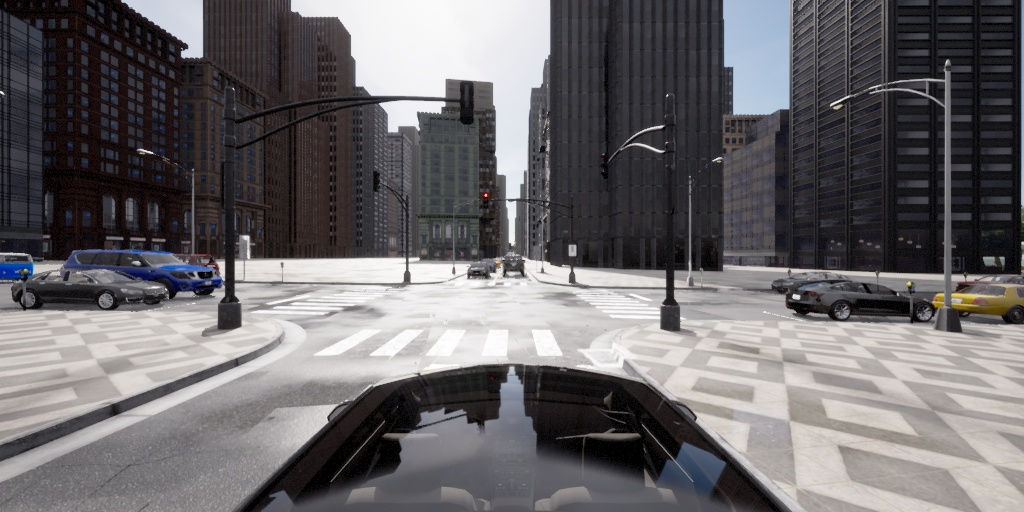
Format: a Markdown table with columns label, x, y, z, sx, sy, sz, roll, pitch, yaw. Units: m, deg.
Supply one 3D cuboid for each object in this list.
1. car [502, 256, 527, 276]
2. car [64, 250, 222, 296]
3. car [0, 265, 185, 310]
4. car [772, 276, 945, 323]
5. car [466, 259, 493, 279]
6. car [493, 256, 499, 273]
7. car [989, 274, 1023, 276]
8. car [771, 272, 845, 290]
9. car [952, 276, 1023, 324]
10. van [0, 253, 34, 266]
| label | x | y | z | sx | sy | sz | roll | pitch | yaw |
| --- | --- | --- | --- | --- | --- | --- | --- | --- | --- |
| car | 0.173 | 0.969 | 37.455 | 2.150 | 2.045 | 5.566 | 0 | 0 | 0 |
| car | -15.813 | 0.770 | 15.419 | 5.566 | 2.045 | 2.150 | 1 | 0 | 0 |
| car | -14.758 | 1.116 | 12.661 | 4.403 | 1.370 | 2.007 | 0 | 0 | 0 |
| car | 12.150 | 1.523 | 12.696 | 4.313 | 1.339 | 1.948 | 0 | 0 | 0 |
| car | -3.035 | 1.253 | 33.250 | 1.837 | 1.490 | 4.892 | 0 | 0 | 0 |
| car | -3.009 | 1.100 | 43.502 | 2.097 | 1.767 | 4.553 | 0 | 0 | 0 |
| car | 29.106 | 1.765 | 21.183 | 4.507 | 1.381 | 1.888 | 0 | 0 | 0 |
| car | 17.820 | 1.590 | 21.208 | 4.403 | 1.370 | 2.007 | 0 | 0 | 0 |
| car | 17.962 | 1.570 | 12.683 | 4.829 | 1.417 | 1.751 | 0 | 0 | 0 |
| van | -31.105 | 0.679 | 21.224 | 3.998 | 1.789 | 1.690 | 0 | 0 | 0 |
